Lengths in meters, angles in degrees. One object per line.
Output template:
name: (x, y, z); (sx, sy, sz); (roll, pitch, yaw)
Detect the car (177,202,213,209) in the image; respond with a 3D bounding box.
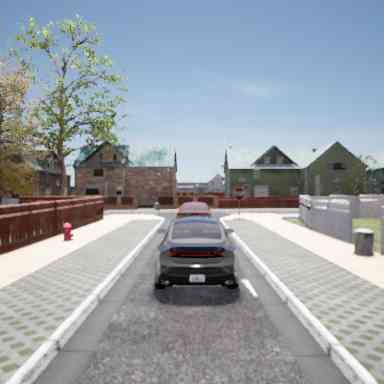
car: (0.149, 1.299, 18.351); (1.882, 1.535, 5.008); (0, 1, 2)

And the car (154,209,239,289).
car: (0.100, 1.417, 8.859); (1.837, 1.490, 4.892); (0, 0, 0)
